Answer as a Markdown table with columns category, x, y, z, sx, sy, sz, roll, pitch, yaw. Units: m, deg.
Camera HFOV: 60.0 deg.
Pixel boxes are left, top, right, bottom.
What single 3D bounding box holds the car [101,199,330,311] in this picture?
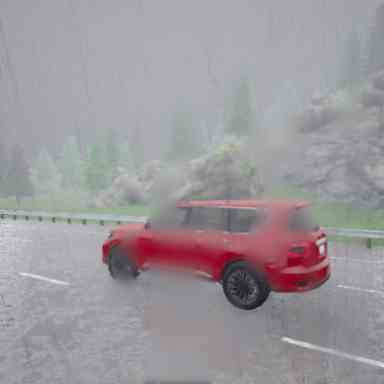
| category | x | y | z | sx | sy | sz | roll | pitch | yaw |
| --- | --- | --- | --- | --- | --- | --- | --- | --- | --- |
| car | 0.297 | 1.192 | 7.949 | 5.566 | 2.045 | 2.150 | 0 | 0 | 35 |
